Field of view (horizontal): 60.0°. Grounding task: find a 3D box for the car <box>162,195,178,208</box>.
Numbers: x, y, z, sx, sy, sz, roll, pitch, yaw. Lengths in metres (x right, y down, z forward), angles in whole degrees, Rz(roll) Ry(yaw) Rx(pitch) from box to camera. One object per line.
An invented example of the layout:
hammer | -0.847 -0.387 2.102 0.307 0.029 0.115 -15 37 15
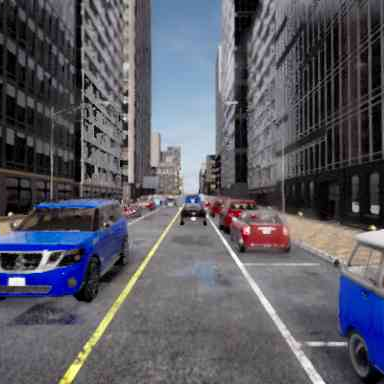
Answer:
car | -3.074 1.622 50.022 1.812 1.442 4.674 0 0 0

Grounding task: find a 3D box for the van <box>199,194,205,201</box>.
van | 2.707 1.527 92.071 1.690 1.788 3.998 1 0 0

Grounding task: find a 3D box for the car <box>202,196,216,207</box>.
car | 2.705 1.543 53.030 1.967 1.590 4.097 1 0 0

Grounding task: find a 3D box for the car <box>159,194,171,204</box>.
car | -5.639 1.452 69.648 2.192 1.841 5.009 1 0 0

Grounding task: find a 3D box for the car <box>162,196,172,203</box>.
car | -5.644 1.715 75.222 1.947 1.339 4.313 1 0 0

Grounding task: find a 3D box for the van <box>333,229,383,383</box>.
van | 2.708 1.347 2.835 1.690 1.788 3.998 1 0 0

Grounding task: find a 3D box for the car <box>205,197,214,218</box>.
car | 2.708 1.374 30.722 2.192 1.841 5.009 1 0 0

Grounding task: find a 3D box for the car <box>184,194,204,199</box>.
car | 0.099 1.309 45.667 2.150 2.045 5.566 0 0 0

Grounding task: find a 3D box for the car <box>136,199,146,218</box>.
car | -5.678 1.640 30.621 1.802 1.307 4.206 1 0 0

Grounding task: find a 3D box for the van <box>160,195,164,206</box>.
van | -5.682 1.444 52.923 1.690 1.788 3.998 1 0 0

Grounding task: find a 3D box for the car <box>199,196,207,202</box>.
car | 2.704 1.688 81.086 1.752 1.417 4.829 1 0 0

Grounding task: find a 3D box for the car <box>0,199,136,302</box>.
car | -3.100 1.237 8.653 2.150 2.045 5.566 0 0 0

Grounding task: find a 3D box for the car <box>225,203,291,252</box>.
car | 2.706 1.467 13.989 1.967 1.590 4.097 1 0 0

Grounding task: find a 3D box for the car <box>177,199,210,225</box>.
car | 0.100 1.553 24.939 1.837 1.490 4.892 0 0 0

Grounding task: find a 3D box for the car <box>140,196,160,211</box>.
car | -5.672 1.395 41.772 2.192 1.841 5.009 1 0 0

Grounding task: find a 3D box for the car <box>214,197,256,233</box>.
car | 2.708 1.352 19.567 2.192 1.841 5.009 1 0 0

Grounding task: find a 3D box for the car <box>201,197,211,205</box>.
car | 2.704 1.652 64.355 1.752 1.417 4.829 1 0 0
